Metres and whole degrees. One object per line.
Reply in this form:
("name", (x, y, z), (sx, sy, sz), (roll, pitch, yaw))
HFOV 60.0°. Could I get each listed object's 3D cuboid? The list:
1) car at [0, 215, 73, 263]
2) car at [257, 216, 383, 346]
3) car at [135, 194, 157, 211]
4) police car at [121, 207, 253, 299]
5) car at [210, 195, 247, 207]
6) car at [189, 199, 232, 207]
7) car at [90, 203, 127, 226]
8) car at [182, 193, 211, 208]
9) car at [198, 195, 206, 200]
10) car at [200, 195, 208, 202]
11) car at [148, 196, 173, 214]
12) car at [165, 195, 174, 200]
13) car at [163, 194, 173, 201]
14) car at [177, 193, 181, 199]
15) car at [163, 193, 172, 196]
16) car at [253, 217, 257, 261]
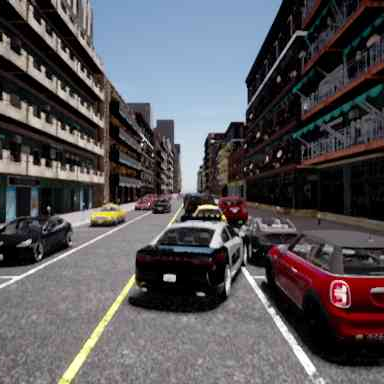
("car", (-5.697, 1.549, 11.963), (1.947, 1.339, 4.313), (0, 0, 0))
("car", (2.688, 1.431, 6.330), (1.967, 1.590, 4.097), (0, 0, 0))
("car", (-5.716, 1.380, 40.147), (1.967, 1.590, 4.097), (0, 0, 0))
("police car", (0.293, 1.413, 8.749), (1.930, 1.638, 5.238), (0, 0, 16))
("car", (2.678, 1.282, 23.239), (2.192, 1.841, 5.009), (0, 0, 0))
("car", (0.888, 1.429, 18.653), (1.801, 1.575, 5.366), (0, 0, 0))
("car", (-5.704, 1.492, 23.066), (1.752, 1.417, 4.829), (0, 0, 0))
("car", (0.561, 1.184, 24.449), (2.150, 2.045, 5.566), (0, 0, -3))
("car", (2.633, 1.405, 85.239), (1.887, 1.381, 4.507), (0, 0, 0))
("car", (2.641, 1.406, 74.137), (1.752, 1.417, 4.829), (0, 0, 0))
("car", (-3.123, 1.452, 35.034), (1.837, 1.490, 4.892), (0, 0, 0))
("car", (-5.747, 1.405, 85.238), (1.887, 1.381, 4.507), (0, 0, 0))
("car", (-5.743, 1.311, 79.600), (1.967, 1.590, 4.097), (0, 0, 0))
("car", (-3.064, 1.197, 93.294), (2.097, 1.767, 4.553), (0, 0, 0))
("car", (-5.738, 1.196, 73.964), (2.192, 1.841, 5.009), (0, 0, 0))
("car", (2.684, 1.534, 11.966), (2.008, 1.369, 4.403), (0, 0, 0))
